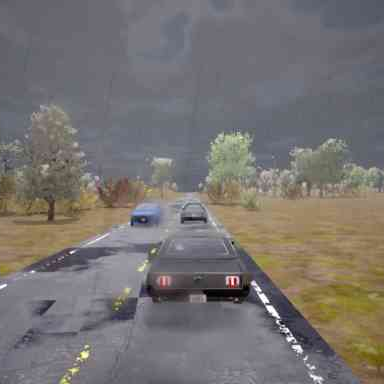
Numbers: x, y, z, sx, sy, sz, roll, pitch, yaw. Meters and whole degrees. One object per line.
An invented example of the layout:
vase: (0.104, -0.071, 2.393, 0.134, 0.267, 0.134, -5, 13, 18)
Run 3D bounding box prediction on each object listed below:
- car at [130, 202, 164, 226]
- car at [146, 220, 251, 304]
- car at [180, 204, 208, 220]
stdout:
car: (-3.052, 1.473, 23.302, 1.882, 1.535, 5.008, 0, 0, 0)
car: (0.116, 1.602, 8.114, 1.895, 1.301, 4.718, 0, 0, 0)
car: (0.153, 1.560, 25.323, 1.994, 1.385, 4.181, 0, 0, 0)
